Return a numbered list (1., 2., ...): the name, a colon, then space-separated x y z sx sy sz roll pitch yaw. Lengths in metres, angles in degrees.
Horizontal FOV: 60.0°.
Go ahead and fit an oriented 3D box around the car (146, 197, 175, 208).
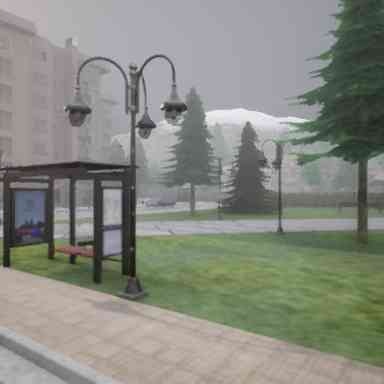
1. car: -4.336 1.448 46.188 2.128 1.511 4.902 0 0 36
